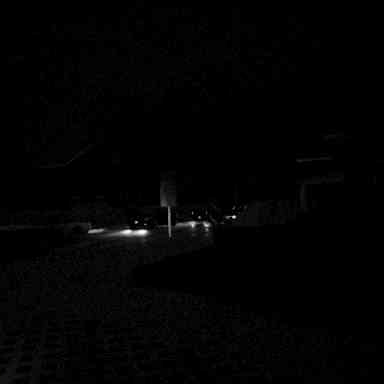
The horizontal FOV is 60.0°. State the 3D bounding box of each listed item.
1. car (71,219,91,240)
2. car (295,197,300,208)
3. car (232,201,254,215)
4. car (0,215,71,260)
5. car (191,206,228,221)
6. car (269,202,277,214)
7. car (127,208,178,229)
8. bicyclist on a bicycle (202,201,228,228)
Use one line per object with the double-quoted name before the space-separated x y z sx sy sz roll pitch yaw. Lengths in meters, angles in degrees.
"car" -7.232 1.784 15.906 1.895 1.301 4.718 -3 -2 30
"car" 16.796 1.899 53.485 2.150 2.045 5.566 -3 -2 28
"car" 6.539 1.914 40.841 2.097 1.767 4.553 -3 -2 29
"car" -6.418 1.570 10.366 1.895 1.301 4.718 -3 -2 29
"car" 1.737 2.025 32.136 1.895 1.301 4.718 -3 -2 29
"car" 9.832 1.958 40.776 1.837 1.490 4.892 -3 -3 29
"car" -2.753 1.865 23.955 1.994 1.385 4.181 -3 -2 29
"bicyclist on a bicycle" 1.290 1.316 19.201 1.656 1.620 0.582 -3 -2 29
